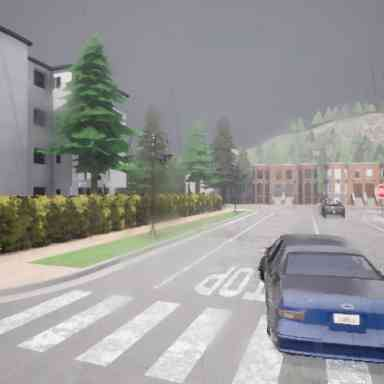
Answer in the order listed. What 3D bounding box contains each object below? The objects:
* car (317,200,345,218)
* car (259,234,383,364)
[{"bbox_3d":[12.683,1.488,30.513,2.128,1.511,4.902,0,0,14],"label":"car"},{"bbox_3d":[2.333,1.537,6.370,2.033,1.411,5.357,0,0,12],"label":"car"}]
